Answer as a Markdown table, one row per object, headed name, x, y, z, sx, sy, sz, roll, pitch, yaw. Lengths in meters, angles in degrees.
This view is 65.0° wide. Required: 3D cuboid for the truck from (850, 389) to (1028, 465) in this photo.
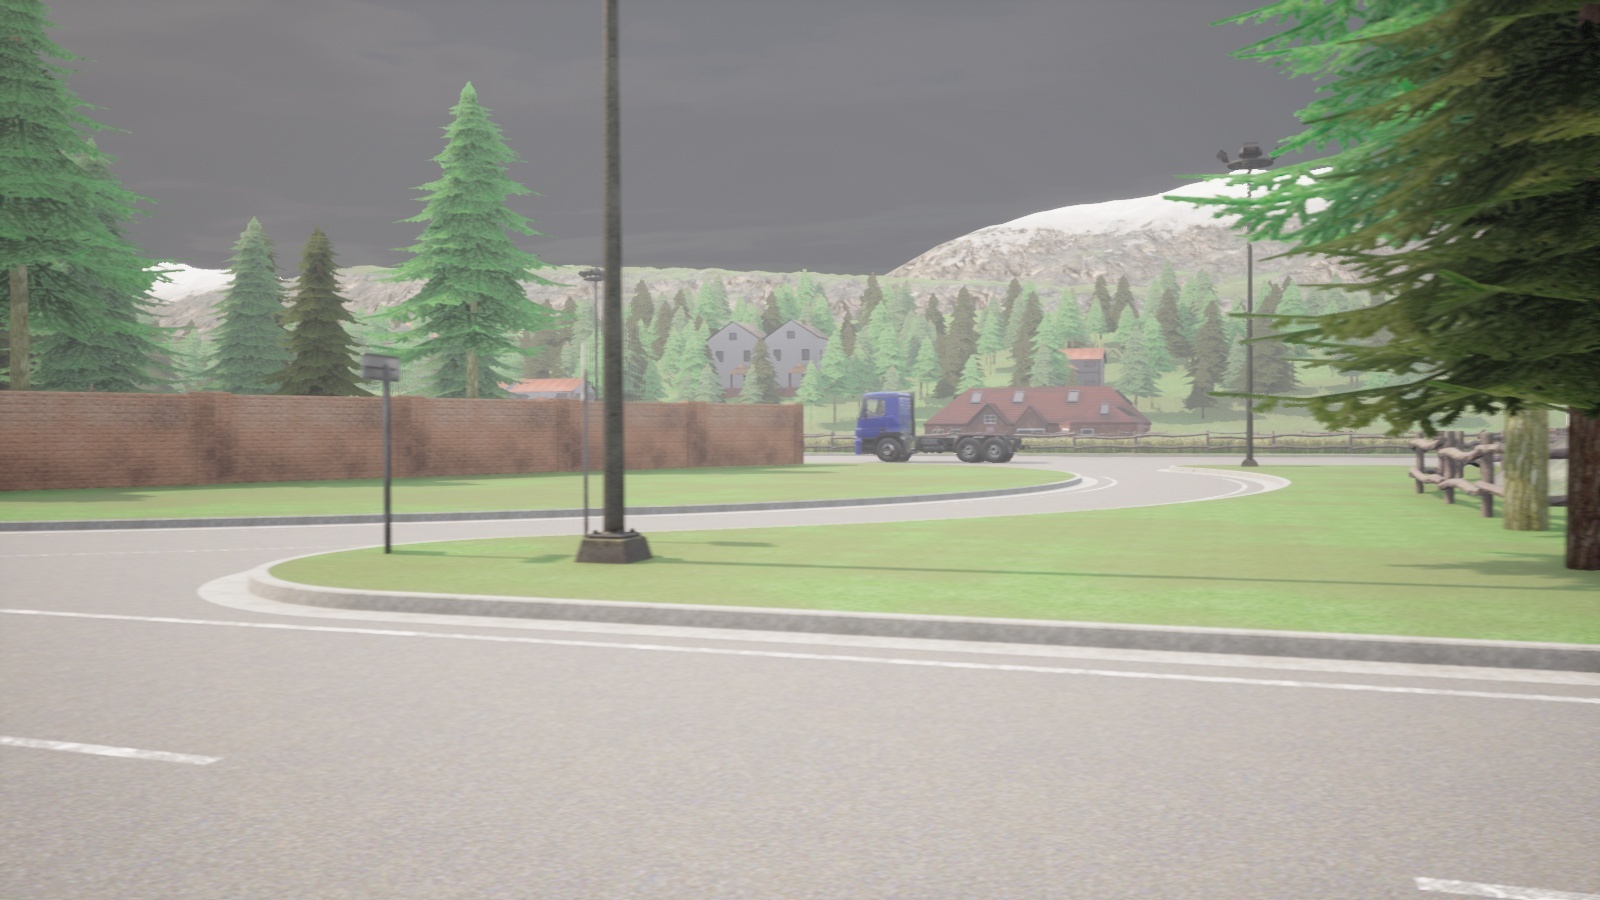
| name | x | y | z | sx | sy | sz | roll | pitch | yaw |
| --- | --- | --- | --- | --- | --- | --- | --- | --- | --- |
| truck | 6.618 | -1.086 | 59.668 | 7.936 | 3.462 | 2.891 | 1 | 1 | 19 |
